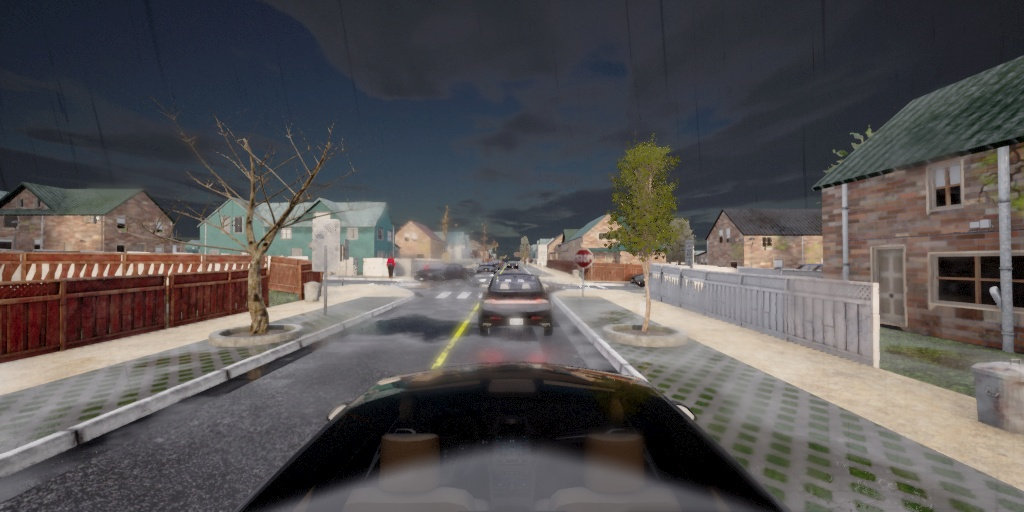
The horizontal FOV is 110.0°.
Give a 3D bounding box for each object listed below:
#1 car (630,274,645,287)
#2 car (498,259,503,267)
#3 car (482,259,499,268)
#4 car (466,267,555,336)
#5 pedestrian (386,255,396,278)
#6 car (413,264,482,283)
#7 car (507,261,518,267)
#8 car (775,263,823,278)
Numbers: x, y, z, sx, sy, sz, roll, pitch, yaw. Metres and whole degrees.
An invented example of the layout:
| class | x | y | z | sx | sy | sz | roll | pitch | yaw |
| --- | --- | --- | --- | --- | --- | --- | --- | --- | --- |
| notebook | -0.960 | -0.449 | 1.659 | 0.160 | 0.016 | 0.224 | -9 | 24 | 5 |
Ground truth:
| class | x | y | z | sx | sy | sz | roll | pitch | yaw |
| --- | --- | --- | --- | --- | --- | --- | --- | --- | --- |
| car | 11.013 | 1.577 | 25.599 | 4.892 | 1.490 | 1.837 | 1 | -1 | 1 |
| car | -2.813 | 1.395 | 54.784 | 2.033 | 1.411 | 5.357 | 0 | 0 | 0 |
| car | -2.835 | 1.370 | 41.439 | 1.994 | 1.385 | 4.181 | 0 | 0 | 0 |
| car | 0.100 | 1.246 | 10.374 | 2.128 | 1.511 | 4.902 | 0 | 0 | 0 |
| pedestrian | -9.623 | 0.797 | 28.490 | 0.375 | 1.860 | 0.375 | 0 | -2 | 0 |
| car | -4.968 | 1.286 | 27.467 | 2.033 | 1.411 | 5.357 | 0 | -1 | 32 |
| car | 0.111 | 1.470 | 60.298 | 1.895 | 1.301 | 4.718 | 0 | 0 | 0 |
| car | 21.752 | 1.536 | 25.562 | 5.566 | 2.045 | 2.150 | 1 | -1 | 0 |
